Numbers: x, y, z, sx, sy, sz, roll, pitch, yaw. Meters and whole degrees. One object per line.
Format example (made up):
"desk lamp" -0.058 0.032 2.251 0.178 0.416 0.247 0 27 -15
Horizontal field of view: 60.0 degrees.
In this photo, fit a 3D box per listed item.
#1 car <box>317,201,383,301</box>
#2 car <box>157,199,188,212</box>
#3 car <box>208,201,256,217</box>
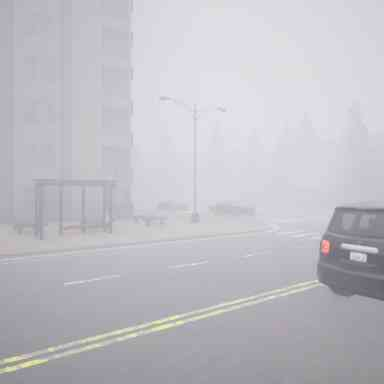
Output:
"car" 5.097 1.223 7.383 5.566 2.045 2.150 0 0 -35
"car" -2.300 1.508 38.827 1.994 1.385 4.181 0 0 -40
"car" 3.673 1.545 30.884 1.895 1.301 4.718 0 0 -36
